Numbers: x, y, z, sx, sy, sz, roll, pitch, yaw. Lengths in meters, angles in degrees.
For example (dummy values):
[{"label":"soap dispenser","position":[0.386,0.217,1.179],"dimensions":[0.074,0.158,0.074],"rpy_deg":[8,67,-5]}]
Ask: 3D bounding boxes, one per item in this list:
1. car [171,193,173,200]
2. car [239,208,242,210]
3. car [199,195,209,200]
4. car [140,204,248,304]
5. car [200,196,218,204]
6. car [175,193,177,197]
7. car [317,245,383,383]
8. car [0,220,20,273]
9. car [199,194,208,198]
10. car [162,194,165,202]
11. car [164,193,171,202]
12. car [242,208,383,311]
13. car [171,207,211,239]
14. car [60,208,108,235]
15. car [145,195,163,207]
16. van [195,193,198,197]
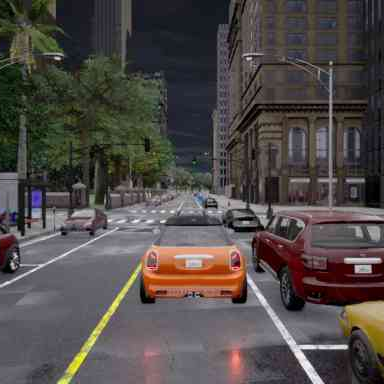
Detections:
[{"label":"car","position":[-6.167,1.258,77.488],"dimensions":[2.192,1.841,5.009],"rpy_deg":[0,0,0]},{"label":"car","position":[2.668,1.561,18.555],"dimensions":[1.947,1.339,4.313],"rpy_deg":[0,0,0]},{"label":"car","position":[2.501,1.540,50.412],"dimensions":[1.947,1.339,4.313],"rpy_deg":[0,0,0]},{"label":"car","position":[0.033,1.351,8.326],"dimensions":[2.097,1.767,4.553],"rpy_deg":[0,0,0]},{"label":"car","position":[2.530,1.544,44.992],"dimensions":[1.947,1.339,4.313],"rpy_deg":[0,0,0]},{"label":"car","position":[-6.252,1.232,93.749],"dimensions":[2.192,1.841,5.009],"rpy_deg":[0,0,0]},{"label":"car","position":[2.753,1.525,2.450],"dimensions":[1.752,1.417,4.829],"rpy_deg":[0,0,0]},{"label":"car","position":[-5.801,1.439,7.676],"dimensions":[1.967,1.590,4.097],"rpy_deg":[0,0,0]},{"label":"car","position":[2.472,1.495,56.002],"dimensions":[1.752,1.417,4.829],"rpy_deg":[0,0,0]},{"label":"car","position":[-6.053,1.410,55.807],"dimensions":[1.967,1.590,4.097],"rpy_deg":[0,0,0]},{"label":"car","position":[-6.138,1.391,72.068],"dimensions":[1.967,1.590,4.097],"rpy_deg":[0,0,0]},{"label":"car","position":[2.724,1.314,7.705],"dimensions":[2.192,1.841,5.009],"rpy_deg":[0,0,0]},{"label":"car","position":[-0.030,1.596,18.149],"dimensions":[1.895,1.301,4.718],"rpy_deg":[0,0,0]},{"label":"car","position":[-5.857,1.577,18.528],"dimensions":[1.802,1.307,4.206],"rpy_deg":[0,0,0]},{"label":"car","position":[-6.024,1.525,50.387],"dimensions":[2.008,1.369,4.403],"rpy_deg":[0,0,0]},{"label":"van","position":[2.330,1.276,82.934],"dimensions":[1.690,1.788,3.998],"rpy_deg":[0,0,0]}]
